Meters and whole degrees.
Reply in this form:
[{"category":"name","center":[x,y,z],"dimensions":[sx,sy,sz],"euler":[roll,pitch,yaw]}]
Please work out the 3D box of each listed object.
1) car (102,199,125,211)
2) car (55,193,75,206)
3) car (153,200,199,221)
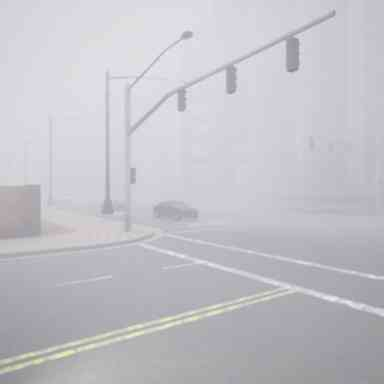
[{"category":"car","center":[-8.703,1.525,37.689],"dimensions":[1.994,1.385,4.181],"euler":[0,0,-35]},{"category":"car","center":[-21.659,1.181,56.392],"dimensions":[2.150,2.045,5.566],"euler":[0,0,-35]},{"category":"car","center":[-1.404,1.441,27.276],"dimensions":[1.882,1.535,5.008],"euler":[0,0,-35]}]
